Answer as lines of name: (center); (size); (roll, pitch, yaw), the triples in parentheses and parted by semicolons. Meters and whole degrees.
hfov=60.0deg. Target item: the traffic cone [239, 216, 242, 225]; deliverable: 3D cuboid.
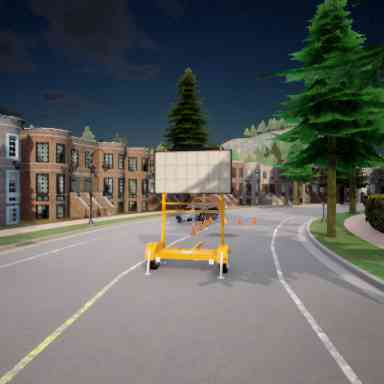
traffic cone: (3.263, 1.952, 22.789); (0.340, 0.580, 0.340); (0, 0, 12)

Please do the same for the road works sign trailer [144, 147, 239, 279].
road works sign trailer: (0.057, 0.463, 10.180); (2.380, 3.560, 2.880); (0, 0, 12)

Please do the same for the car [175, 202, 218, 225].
car: (0.455, 1.489, 24.391); (2.128, 1.511, 4.902); (0, 0, 23)

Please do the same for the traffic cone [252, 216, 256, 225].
traffic cone: (4.240, 1.953, 22.582); (0.340, 0.580, 0.340); (0, 0, 12)
